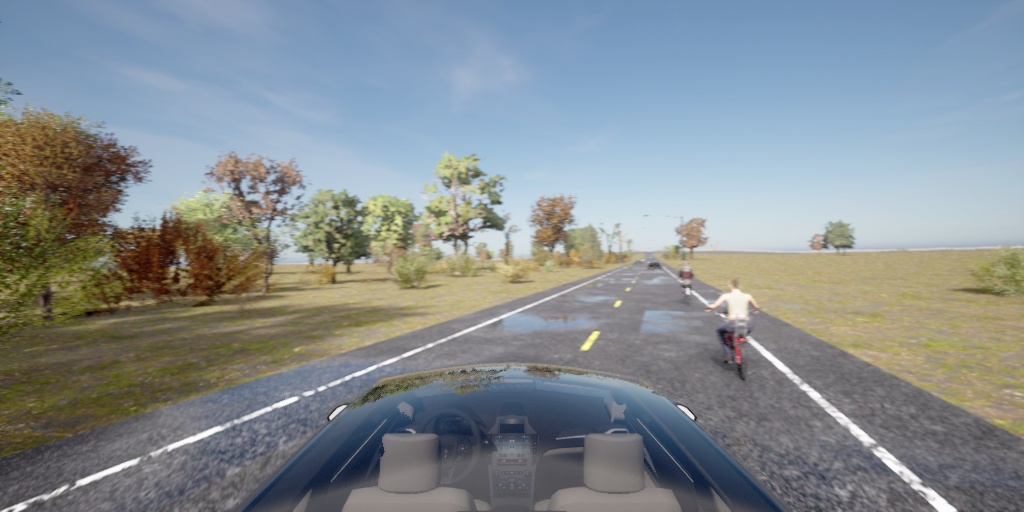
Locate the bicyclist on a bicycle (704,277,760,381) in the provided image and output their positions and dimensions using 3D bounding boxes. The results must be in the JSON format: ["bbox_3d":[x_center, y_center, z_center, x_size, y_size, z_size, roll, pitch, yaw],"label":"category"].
[{"bbox_3d":[3.800,1.157,6.124,0.866,1.612,1.509,-1,-1,21],"label":"bicyclist on a bicycle"}]

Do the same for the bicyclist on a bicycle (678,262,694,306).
[{"bbox_3d":[7.176,1.117,14.772,0.659,1.776,1.843,-1,0,21],"label":"bicyclist on a bicycle"}]

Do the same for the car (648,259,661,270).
[{"bbox_3d":[22.875,1.365,57.541,1.882,1.535,5.008,-1,-1,21],"label":"car"}]
